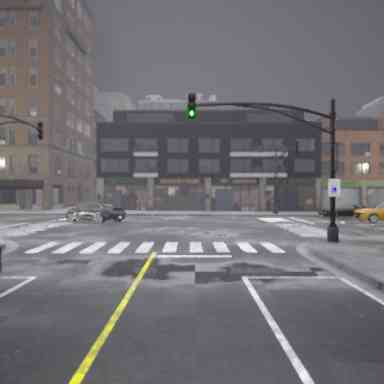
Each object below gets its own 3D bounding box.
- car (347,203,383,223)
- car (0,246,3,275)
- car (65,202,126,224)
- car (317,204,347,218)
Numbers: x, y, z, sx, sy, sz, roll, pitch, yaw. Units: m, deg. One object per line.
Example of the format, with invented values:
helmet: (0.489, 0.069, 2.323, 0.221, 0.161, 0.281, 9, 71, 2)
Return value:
car: (14.976, 1.548, 25.410, 5.008, 1.535, 1.882, 0, 0, 0)
car: (-5.390, 1.562, 6.311, 1.947, 1.339, 4.313, 0, 0, 0)
car: (-7.050, 1.465, 24.119, 4.892, 1.490, 1.837, 0, -2, 30)
car: (13.370, 1.661, 28.652, 4.718, 1.301, 1.895, 0, 0, 0)
